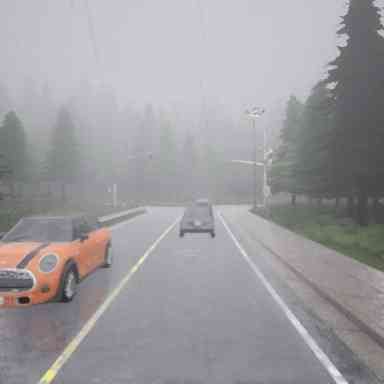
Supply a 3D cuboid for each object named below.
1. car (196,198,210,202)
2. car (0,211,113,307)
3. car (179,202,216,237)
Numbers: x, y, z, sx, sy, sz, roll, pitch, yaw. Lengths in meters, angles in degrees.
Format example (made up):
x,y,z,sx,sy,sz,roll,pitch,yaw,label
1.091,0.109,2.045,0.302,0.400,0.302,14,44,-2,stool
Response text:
x,y,z,sx,sy,sz,roll,pitch,yaw,label
1.157,1.437,35.025,1.837,1.490,4.892,0,0,4,car
-3.457,1.336,8.166,2.097,1.767,4.553,0,0,1,car
0.330,1.513,17.952,2.033,1.411,5.357,0,0,2,car
